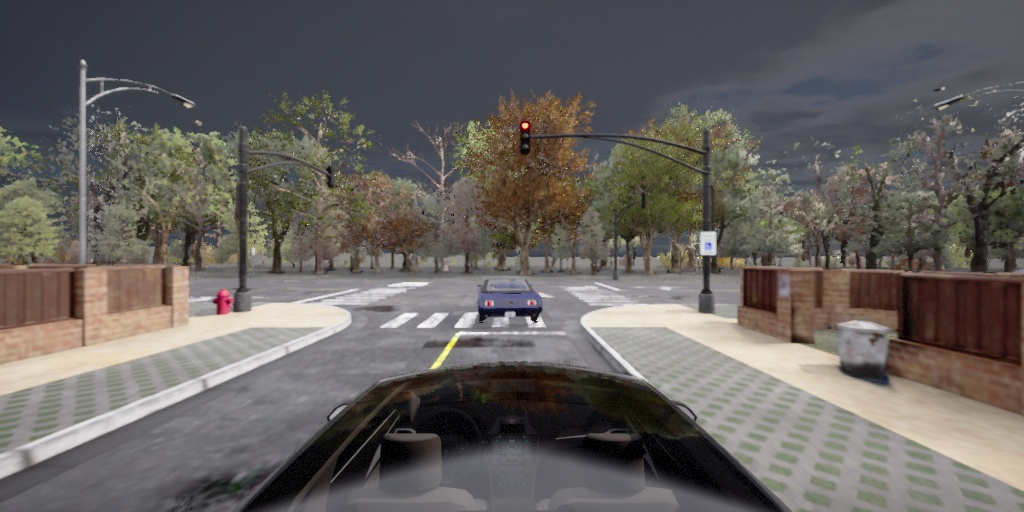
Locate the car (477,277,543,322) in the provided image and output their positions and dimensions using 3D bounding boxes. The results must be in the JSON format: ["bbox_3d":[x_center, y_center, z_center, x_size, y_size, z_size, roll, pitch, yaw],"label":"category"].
[{"bbox_3d":[-0.262,1.355,12.291,1.895,1.301,4.718,0,0,-6],"label":"car"}]

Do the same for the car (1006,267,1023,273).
[{"bbox_3d":[34.273,1.370,23.119,4.902,1.511,2.128,0,0,0],"label":"car"}]

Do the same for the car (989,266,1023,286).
[{"bbox_3d":[39.151,1.446,26.359,5.357,1.411,2.033,0,0,0],"label":"car"}]
